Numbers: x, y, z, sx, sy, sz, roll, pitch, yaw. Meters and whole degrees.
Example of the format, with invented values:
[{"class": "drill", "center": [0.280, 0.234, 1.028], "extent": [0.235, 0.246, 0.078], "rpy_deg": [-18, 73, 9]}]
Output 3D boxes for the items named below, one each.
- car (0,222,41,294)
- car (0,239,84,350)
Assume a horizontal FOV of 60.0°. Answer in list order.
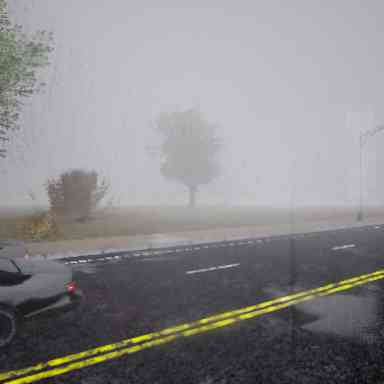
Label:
[{"class": "car", "center": [-6.358, 1.545, 7.141], "extent": [5.357, 1.411, 2.033], "rpy_deg": [1, 0, -35]}, {"class": "car", "center": [-4.356, 1.544, 4.578], "extent": [5.357, 1.411, 2.033], "rpy_deg": [1, 0, -35]}]
